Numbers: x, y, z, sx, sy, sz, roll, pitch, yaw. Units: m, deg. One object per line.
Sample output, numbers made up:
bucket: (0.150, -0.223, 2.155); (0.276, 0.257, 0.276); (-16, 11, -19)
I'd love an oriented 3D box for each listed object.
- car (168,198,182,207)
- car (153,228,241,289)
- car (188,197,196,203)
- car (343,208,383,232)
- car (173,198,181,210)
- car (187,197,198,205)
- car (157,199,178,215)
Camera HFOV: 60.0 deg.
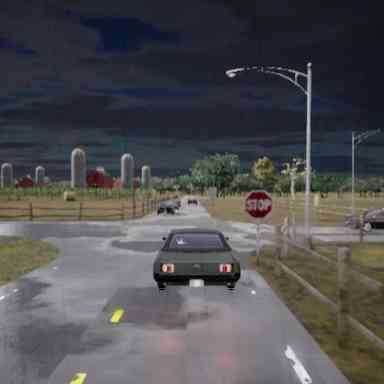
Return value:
car: (-2.822, 1.798, 57.012); (2.033, 1.411, 5.357); (0, 0, 0)
car: (0.104, 1.649, 9.250); (1.895, 1.301, 4.718); (0, 0, 0)
car: (0.006, 1.868, 76.896); (1.994, 1.385, 4.181); (0, 0, 0)
car: (12.706, 1.873, 22.249); (4.892, 1.490, 1.837); (1, 1, 0)
car: (-2.838, 1.776, 46.538); (1.994, 1.385, 4.181); (0, 0, 0)
car: (0.103, 1.757, 65.470); (1.882, 1.535, 5.008); (0, 0, 0)
car: (-2.800, 1.774, 36.466); (1.895, 1.301, 4.718); (0, 0, -1)
